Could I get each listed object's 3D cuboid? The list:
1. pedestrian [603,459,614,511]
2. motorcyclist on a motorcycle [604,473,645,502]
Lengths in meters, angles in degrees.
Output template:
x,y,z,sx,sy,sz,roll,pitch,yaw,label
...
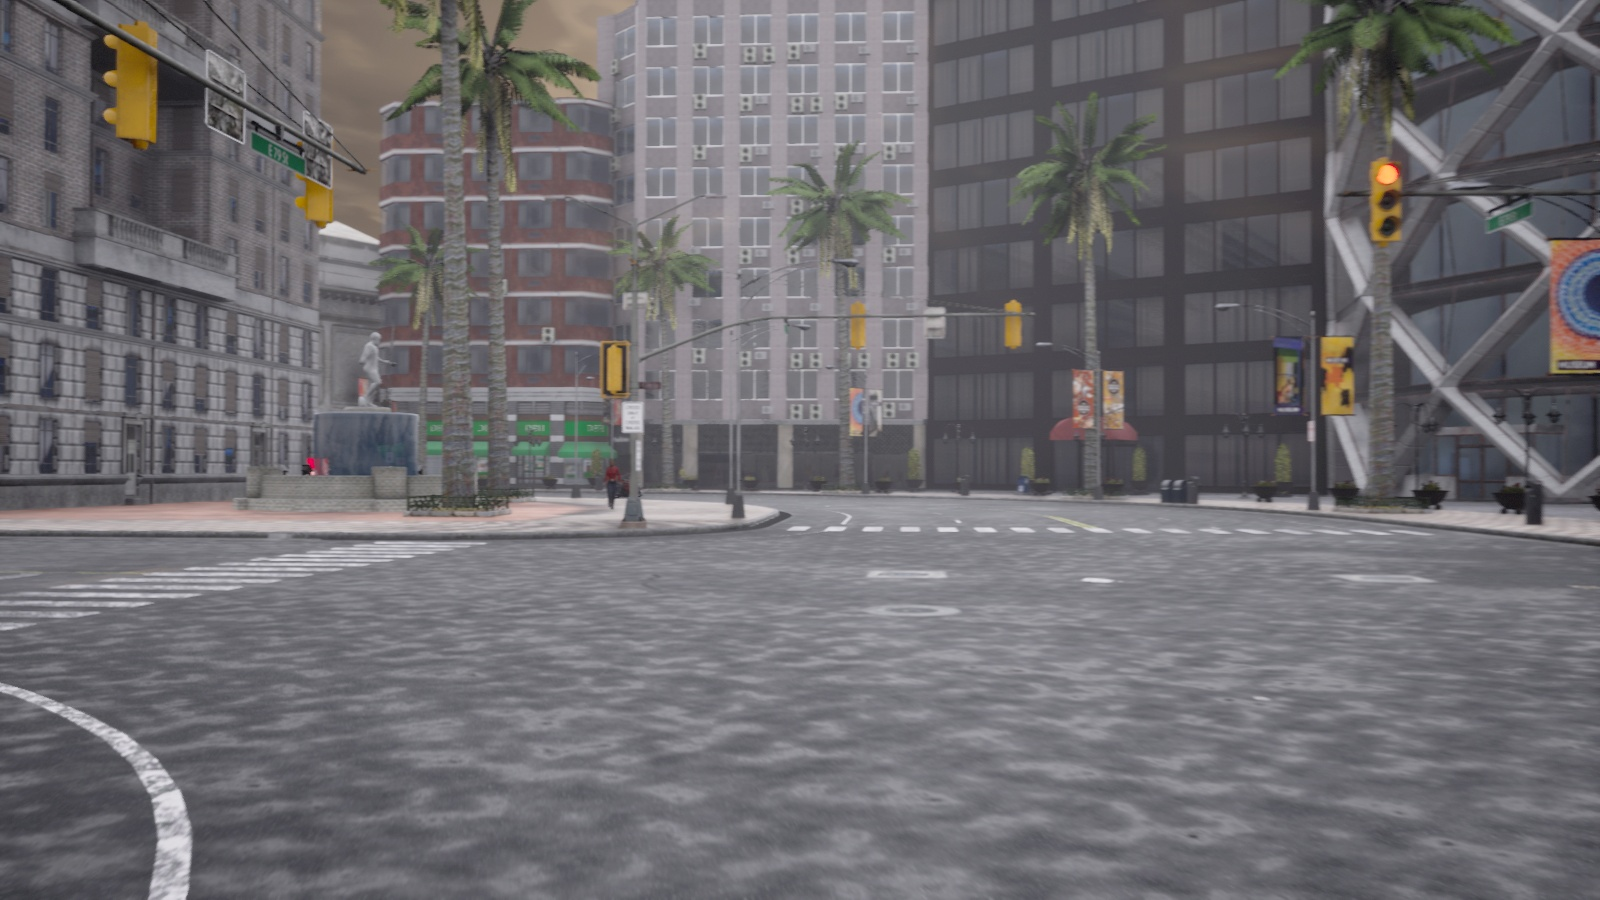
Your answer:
x,y,z,sx,sy,sz,roll,pitch,yaw,label
-6.907,1.267,45.224,0.331,1.846,0.636,0,-1,-3,pedestrian
-9.582,2.050,68.511,2.191,1.530,0.866,-1,-1,36,motorcyclist on a motorcycle
